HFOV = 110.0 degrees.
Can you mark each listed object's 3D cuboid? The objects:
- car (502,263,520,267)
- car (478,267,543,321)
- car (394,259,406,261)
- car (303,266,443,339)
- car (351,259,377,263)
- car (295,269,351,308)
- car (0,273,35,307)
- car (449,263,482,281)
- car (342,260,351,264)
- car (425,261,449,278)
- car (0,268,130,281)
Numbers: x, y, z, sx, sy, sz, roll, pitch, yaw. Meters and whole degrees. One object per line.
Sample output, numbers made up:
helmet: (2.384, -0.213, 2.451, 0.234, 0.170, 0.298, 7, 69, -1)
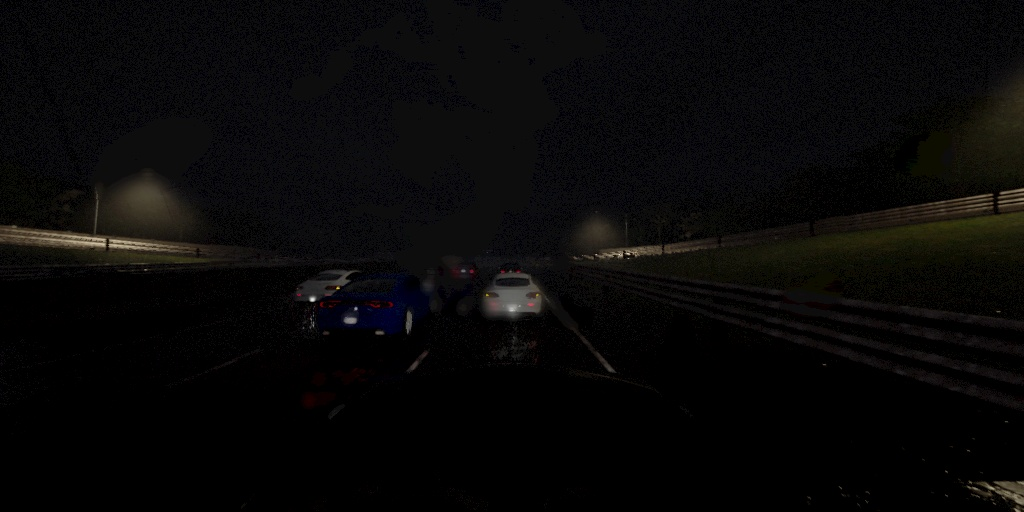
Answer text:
car: (-0.107, 1.264, 29.771, 2.033, 1.411, 5.357, 0, 0, 0)
car: (0.025, 1.267, 12.332, 1.812, 1.442, 4.674, 0, 0, 0)
car: (-17.973, 1.177, 56.816, 1.837, 1.490, 4.892, 0, 1, 0)
car: (-3.460, 1.223, 10.137, 1.882, 1.535, 5.008, 0, 0, 0)
car: (-21.458, 1.176, 53.275, 2.128, 1.511, 4.902, 0, 0, 0)
car: (-6.980, 1.268, 14.839, 1.812, 1.442, 4.674, 0, 0, 0)
car: (-21.175, 1.355, 12.850, 1.895, 1.301, 4.718, 0, 0, 0)
car: (-3.608, 1.267, 29.801, 2.033, 1.411, 5.357, 0, 0, 0)
car: (-24.953, 1.279, 56.679, 1.895, 1.301, 4.718, 0, 0, 0)
car: (-7.141, 1.219, 33.981, 1.837, 1.490, 4.892, 0, 0, 0)
car: (-17.686, 1.241, 14.318, 2.128, 1.511, 4.902, 0, 0, 0)
